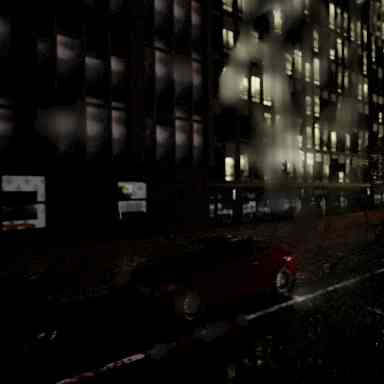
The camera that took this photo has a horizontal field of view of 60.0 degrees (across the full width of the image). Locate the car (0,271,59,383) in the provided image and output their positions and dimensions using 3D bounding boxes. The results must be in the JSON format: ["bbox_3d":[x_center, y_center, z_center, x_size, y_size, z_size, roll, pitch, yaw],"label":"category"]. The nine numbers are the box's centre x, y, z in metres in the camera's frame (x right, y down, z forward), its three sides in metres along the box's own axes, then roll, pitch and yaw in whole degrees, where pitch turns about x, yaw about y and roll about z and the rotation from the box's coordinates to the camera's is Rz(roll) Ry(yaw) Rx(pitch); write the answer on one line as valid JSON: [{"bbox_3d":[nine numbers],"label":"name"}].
[{"bbox_3d":[-2.968,1.526,1.046,4.902,1.511,2.128,0,0,-39],"label":"car"}]

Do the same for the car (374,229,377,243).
[{"bbox_3d":[9.474,1.563,14.352,4.403,1.369,2.008,0,-1,-39],"label":"car"}]

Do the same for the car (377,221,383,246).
[{"bbox_3d":[7.174,1.477,9.045,5.008,1.535,1.882,0,0,-39],"label":"car"}]

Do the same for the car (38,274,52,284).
[{"bbox_3d":[-3.828,1.607,3.684,4.403,1.369,2.008,0,-1,-39],"label":"car"}]

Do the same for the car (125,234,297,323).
[{"bbox_3d":[0.607,1.623,7.239,4.206,1.307,1.802,0,-1,-39],"label":"car"}]
